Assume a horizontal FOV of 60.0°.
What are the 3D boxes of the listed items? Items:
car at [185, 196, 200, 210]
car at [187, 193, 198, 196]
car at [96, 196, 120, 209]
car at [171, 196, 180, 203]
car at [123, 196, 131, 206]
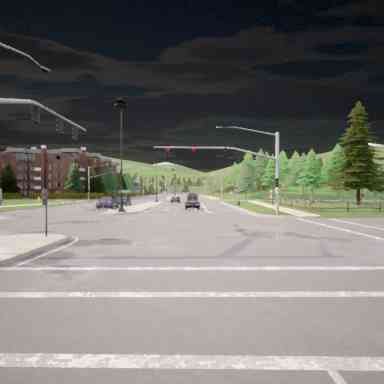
[{"bbox_3d":[0.061,1.601,43.533,1.895,1.301,4.718,0,0,0],"label":"car"},{"bbox_3d":[0.097,1.221,68.969,2.150,2.045,5.566,0,0,0],"label":"car"},{"bbox_3d":[-11.495,1.351,45.109,2.097,1.767,4.553,0,0,1],"label":"car"},{"bbox_3d":[-3.403,1.491,68.942,2.128,1.511,4.902,0,0,0],"label":"car"},{"bbox_3d":[-11.466,1.505,55.926,1.837,1.490,4.892,0,0,1],"label":"car"}]
